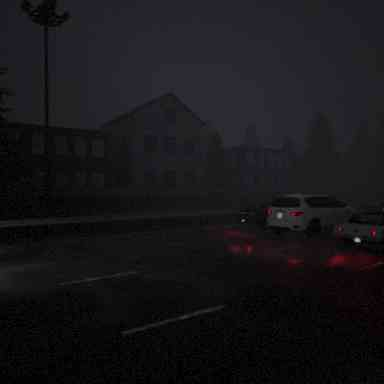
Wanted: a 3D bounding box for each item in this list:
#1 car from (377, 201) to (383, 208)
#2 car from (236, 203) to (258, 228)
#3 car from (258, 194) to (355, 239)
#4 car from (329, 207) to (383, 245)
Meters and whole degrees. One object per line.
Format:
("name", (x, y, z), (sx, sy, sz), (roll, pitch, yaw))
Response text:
("car", (18.386, 1.289, 29.785), (4.674, 1.442, 1.812), (-1, 0, -36))
("car", (4.853, 1.377, 20.112), (4.902, 1.511, 2.128), (-1, 0, -35))
("car", (6.198, 1.113, 16.771), (5.566, 2.045, 2.150), (-1, 0, -35))
("car", (8.011, 1.495, 13.765), (4.718, 1.301, 1.895), (-1, 0, -35))
